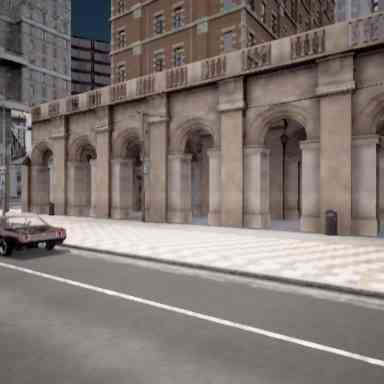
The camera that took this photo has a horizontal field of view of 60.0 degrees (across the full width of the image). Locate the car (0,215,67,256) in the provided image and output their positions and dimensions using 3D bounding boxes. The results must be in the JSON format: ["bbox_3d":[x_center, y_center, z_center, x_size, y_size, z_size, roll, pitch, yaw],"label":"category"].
[{"bbox_3d":[-7.029,1.561,12.874,4.718,1.301,1.895,0,0,35],"label":"car"}]
